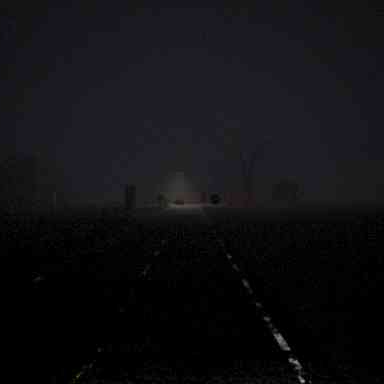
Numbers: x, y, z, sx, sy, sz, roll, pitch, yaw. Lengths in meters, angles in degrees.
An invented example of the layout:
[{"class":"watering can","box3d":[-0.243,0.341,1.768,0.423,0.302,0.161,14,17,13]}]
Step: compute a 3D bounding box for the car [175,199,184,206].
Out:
[{"class":"car","box3d":[-2.757,2.226,73.593,1.882,1.535,5.008,0,-1,0]}]
